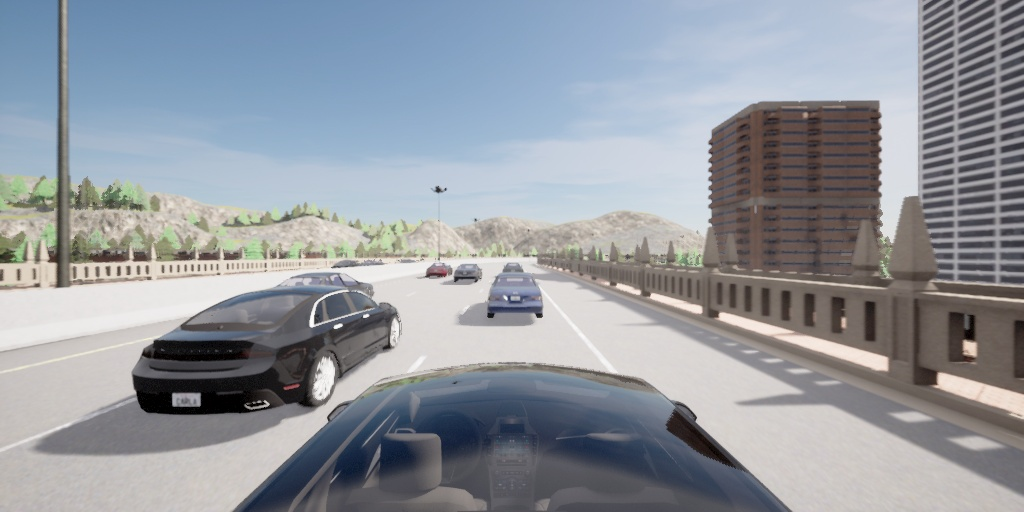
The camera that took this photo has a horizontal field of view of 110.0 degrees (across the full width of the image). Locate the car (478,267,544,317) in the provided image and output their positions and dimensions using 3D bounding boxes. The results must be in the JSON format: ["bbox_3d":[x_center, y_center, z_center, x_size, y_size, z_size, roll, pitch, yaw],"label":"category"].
[{"bbox_3d":[0.101,1.290,13.080,2.033,1.411,5.357,0,0,0],"label":"car"}]

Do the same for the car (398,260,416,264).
[{"bbox_3d":[-14.071,1.229,47.967,1.837,1.490,4.892,0,-1,0],"label":"car"}]

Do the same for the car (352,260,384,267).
[{"bbox_3d":[-17.583,1.214,44.790,2.128,1.511,4.902,0,0,0],"label":"car"}]

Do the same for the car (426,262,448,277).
[{"bbox_3d":[-6.898,1.294,34.452,1.994,1.385,4.181,0,0,0],"label":"car"}]

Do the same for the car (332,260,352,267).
[{"bbox_3d":[-21.080,1.226,45.730,1.837,1.490,4.892,0,1,0],"label":"car"}]

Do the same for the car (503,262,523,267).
[{"bbox_3d":[0.101,1.294,34.381,1.994,1.385,4.181,0,0,0],"label":"car"}]

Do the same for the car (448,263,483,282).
[{"bbox_3d":[-3.399,1.281,28.335,2.033,1.411,5.357,0,0,0],"label":"car"}]

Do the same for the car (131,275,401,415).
[{"bbox_3d":[-3.400,1.252,6.166,1.837,1.490,4.892,0,0,0],"label":"car"}]

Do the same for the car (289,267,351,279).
[{"bbox_3d":[-6.899,1.290,13.211,2.033,1.411,5.357,0,0,0],"label":"car"}]
